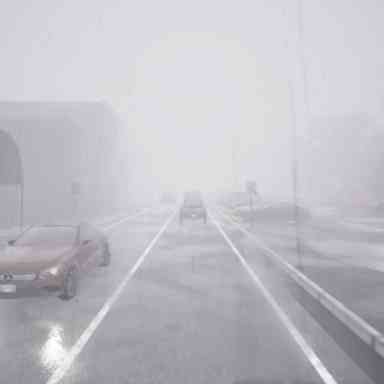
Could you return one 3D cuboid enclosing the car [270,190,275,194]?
[{"bbox_3d":[19.181,0.851,67.971,5.008,1.535,2.097,0,1,0],"label":"car"}]

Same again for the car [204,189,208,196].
[{"bbox_3d":[5.934,0.781,73.544,5.366,1.575,1.946,0,1,0],"label":"car"}]

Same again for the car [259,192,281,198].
[{"bbox_3d":[19.224,0.680,81.894,4.892,1.521,2.231,0,1,0],"label":"car"}]

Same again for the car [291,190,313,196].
[{"bbox_3d":[19.188,0.886,54.045,4.553,1.767,2.185,0,1,0],"label":"car"}]

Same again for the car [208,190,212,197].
[{"bbox_3d":[6.072,0.915,65.194,4.792,1.488,2.163,0,1,0],"label":"car"}]

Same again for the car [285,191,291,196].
[{"bbox_3d":[19.169,0.982,56.832,4.892,1.521,2.231,0,1,0],"label":"car"}]

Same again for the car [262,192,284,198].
[{"bbox_3d":[19.239,0.744,79.112,4.792,1.488,2.163,0,1,0],"label":"car"}]

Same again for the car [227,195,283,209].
[{"bbox_3d":[6.031,1.293,31.796,4.674,1.452,2.002,0,1,0],"label":"car"}]

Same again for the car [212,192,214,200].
[{"bbox_3d":[6.256,1.040,51.277,5.366,1.575,1.946,0,1,0],"label":"car"}]

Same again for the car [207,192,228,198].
[{"bbox_3d":[6.143,0.679,81.893,5.008,1.535,2.097,0,1,0],"label":"car"}]

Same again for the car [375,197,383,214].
[{"bbox_3d":[19.134,1.155,29.107,4.553,1.767,2.185,0,1,0],"label":"car"}]

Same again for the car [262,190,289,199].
[{"bbox_3d":[19.177,0.498,76.321,5.566,2.045,2.435,0,1,0],"label":"car"}]

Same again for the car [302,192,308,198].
[{"bbox_3d":[19.115,1.103,48.478,4.792,1.488,2.163,0,1,0],"label":"car"}]

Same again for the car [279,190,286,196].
[{"bbox_3d":[19.141,0.698,59.613,5.566,2.045,2.435,0,1,0],"label":"car"}]

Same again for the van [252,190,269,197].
[{"bbox_3d":[19.125,0.308,93.031,4.442,1.987,1.878,0,1,0],"label":"van"}]

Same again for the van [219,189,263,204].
[{"bbox_3d":[5.931,0.936,40.267,4.442,1.987,1.878,0,1,0],"label":"van"}]

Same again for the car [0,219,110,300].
[{"bbox_3d":[-3.361,1.470,8.386,1.812,1.442,4.674,0,1,0],"label":"car"}]

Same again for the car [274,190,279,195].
[{"bbox_3d":[19.149,0.759,65.186,4.553,1.767,2.185,0,1,0],"label":"car"}]

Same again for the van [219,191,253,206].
[{"bbox_3d":[5.942,0.878,45.709,4.442,1.987,1.878,0,1,0],"label":"van"}]

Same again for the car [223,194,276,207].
[{"bbox_3d":[6.005,1.252,34.579,4.792,1.488,2.163,0,1,0],"label":"car"}]

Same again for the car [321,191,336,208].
[{"bbox_3d":[19.155,0.910,40.245,5.566,2.045,2.435,0,1,0],"label":"car"}]

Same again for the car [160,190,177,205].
[{"bbox_3d":[-3.400,0.767,48.955,2.150,2.045,5.566,0,1,0],"label":"car"}]

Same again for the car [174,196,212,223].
[{"bbox_3d":[0.069,1.292,23.737,2.128,1.511,4.902,0,1,0],"label":"car"}]

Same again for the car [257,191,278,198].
[{"bbox_3d":[19.228,0.643,84.679,5.008,1.535,2.097,0,1,0],"label":"car"}]

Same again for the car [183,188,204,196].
[{"bbox_3d":[0.047,0.853,40.838,2.150,2.045,5.566,0,1,0],"label":"car"}]

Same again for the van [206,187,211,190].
[{"bbox_3d":[6.260,0.418,84.673,4.442,1.987,1.878,0,1,0],"label":"van"}]

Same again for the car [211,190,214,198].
[{"bbox_3d":[6.052,0.856,56.844,4.553,1.767,2.185,0,1,0],"label":"car"}]

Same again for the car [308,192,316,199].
[{"bbox_3d":[19.144,1.103,45.692,5.008,1.535,2.097,0,1,0],"label":"car"}]

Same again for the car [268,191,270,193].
[{"bbox_3d":[19.196,0.858,70.756,4.674,1.452,2.002,0,1,0],"label":"car"}]

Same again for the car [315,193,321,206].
[{"bbox_3d":[19.318,1.129,43.032,5.366,1.575,1.946,0,1,0],"label":"car"}]

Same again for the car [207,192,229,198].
[{"bbox_3d":[6.126,0.715,79.110,5.008,1.535,2.097,0,1,0],"label":"car"}]

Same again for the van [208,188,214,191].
[{"bbox_3d":[5.990,0.626,68.037,4.442,1.987,1.878,0,1,0],"label":"van"}]

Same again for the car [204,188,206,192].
[{"bbox_3d":[6.124,0.444,90.366,4.553,1.767,2.185,0,1,0],"label":"car"}]

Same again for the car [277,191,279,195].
[{"bbox_3d":[19.179,0.917,62.402,5.008,1.535,2.097,0,1,0],"label":"car"}]

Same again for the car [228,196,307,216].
[{"bbox_3d":[5.831,1.309,26.230,5.366,1.575,1.946,0,1,0],"label":"car"}]

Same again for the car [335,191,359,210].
[{"bbox_3d":[19.089,1.067,37.337,4.553,1.767,2.185,0,1,0],"label":"car"}]

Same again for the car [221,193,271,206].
[{"bbox_3d":[6.034,1.194,37.362,4.892,1.521,2.231,0,1,0],"label":"car"}]

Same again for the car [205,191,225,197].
[{"bbox_3d":[6.347,0.532,93.025,5.366,1.575,1.946,0,1,0],"label":"car"}]

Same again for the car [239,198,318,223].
[{"bbox_3d":[6.026,1.381,23.589,4.674,1.452,2.002,1,1,0],"label":"car"}]

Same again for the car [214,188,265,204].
[{"bbox_3d":[6.024,0.882,42.926,5.566,2.045,2.435,0,1,0],"label":"car"}]

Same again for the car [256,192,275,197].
[{"bbox_3d":[19.232,0.647,87.465,4.674,1.452,2.002,0,1,0],"label":"car"}]

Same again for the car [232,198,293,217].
[{"bbox_3d":[6.052,1.312,29.013,4.792,1.488,2.163,0,1,0],"label":"car"}]

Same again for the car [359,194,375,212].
[{"bbox_3d":[19.140,1.125,31.892,4.553,1.767,2.185,0,1,0],"label":"car"}]

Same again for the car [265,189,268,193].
[{"bbox_3d":[19.168,0.658,73.539,4.553,1.767,2.185,0,1,0],"label":"car"}]

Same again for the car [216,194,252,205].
[{"bbox_3d":[6.058,1.075,48.495,4.892,1.521,2.231,0,1,0],"label":"car"}]

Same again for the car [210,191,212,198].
[{"bbox_3d":[6.092,0.990,59.628,4.674,1.452,2.002,0,1,0],"label":"car"}]
